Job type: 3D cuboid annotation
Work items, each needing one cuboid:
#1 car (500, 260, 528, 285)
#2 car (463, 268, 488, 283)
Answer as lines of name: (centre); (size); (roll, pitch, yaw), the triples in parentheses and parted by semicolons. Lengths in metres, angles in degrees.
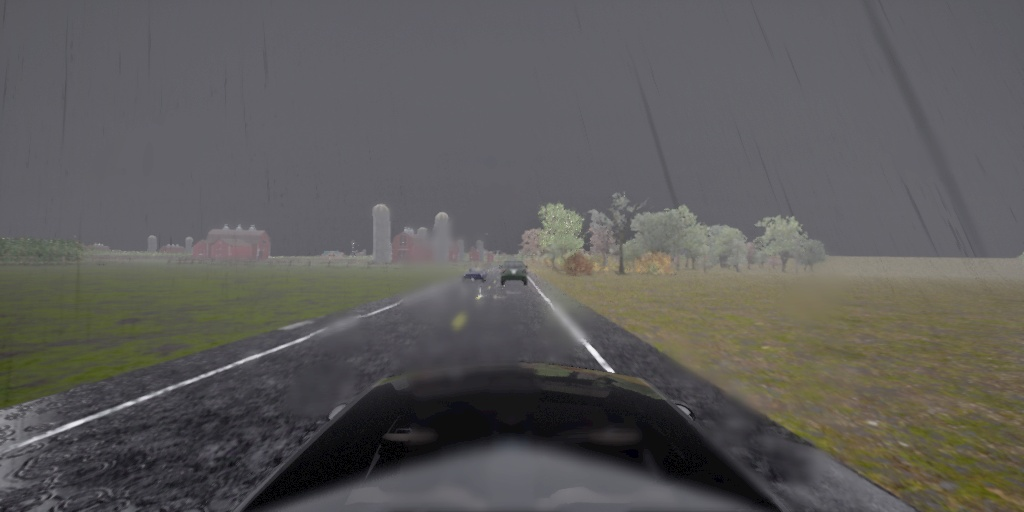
car: (0.168, 1.361, 30.471); (2.150, 2.045, 5.566); (0, -1, 1)
car: (-3.364, 1.773, 33.621); (1.895, 1.301, 4.718); (0, -1, 0)
